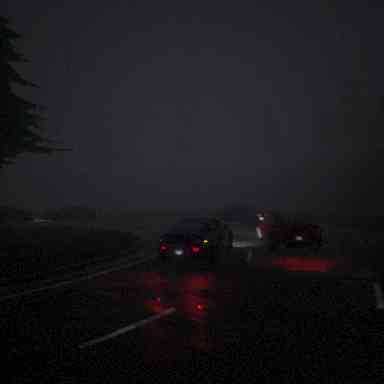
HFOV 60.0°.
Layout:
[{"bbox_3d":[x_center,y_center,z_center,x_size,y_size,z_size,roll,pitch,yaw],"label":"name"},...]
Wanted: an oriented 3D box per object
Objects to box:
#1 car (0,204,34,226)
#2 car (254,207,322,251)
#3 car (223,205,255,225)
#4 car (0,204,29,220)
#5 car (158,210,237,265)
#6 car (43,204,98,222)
[{"bbox_3d":[-14.771,1.799,25.260,5.008,1.535,1.882,-1,-1,-10],"label":"car"},{"bbox_3d":[4.061,1.533,14.458,1.882,1.535,5.008,0,0,4],"label":"car"},{"bbox_3d":[3.646,1.680,25.656,2.033,1.411,5.357,0,-1,-40],"label":"car"},{"bbox_3d":[-18.274,1.903,31.528,4.892,1.490,1.837,0,-2,-16],"label":"car"},{"bbox_3d":[0.257,1.606,12.087,1.812,1.442,4.674,0,0,16],"label":"car"},{"bbox_3d":[-10.582,1.829,29.117,4.674,1.442,1.812,-1,-1,6],"label":"car"}]
